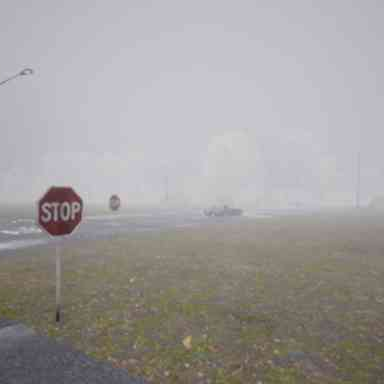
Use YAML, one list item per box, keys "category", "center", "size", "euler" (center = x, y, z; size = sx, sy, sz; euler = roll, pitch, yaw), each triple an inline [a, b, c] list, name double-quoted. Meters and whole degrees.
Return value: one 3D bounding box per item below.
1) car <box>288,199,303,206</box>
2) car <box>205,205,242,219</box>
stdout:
- category: "car"
  center: [22.633, 2.337, 72.758]
  size: [2.033, 1.411, 5.357]
  euler: [1, 0, 36]
- category: "car"
  center: [3.361, 1.993, 34.142]
  size: [1.895, 1.301, 4.718]
  euler: [1, 0, 36]
